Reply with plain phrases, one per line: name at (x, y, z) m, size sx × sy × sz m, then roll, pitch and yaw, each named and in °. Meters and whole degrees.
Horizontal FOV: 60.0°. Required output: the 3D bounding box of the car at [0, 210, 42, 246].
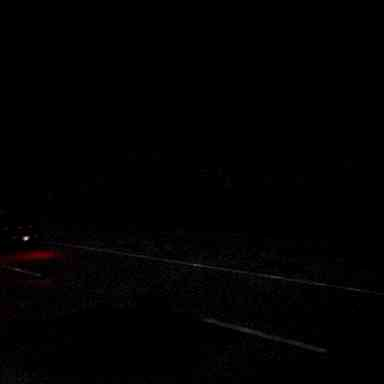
car at (-8.301, 1.516, 14.090) m, size 4.892 × 1.490 × 1.837 m, roll 0°, pitch 0°, yaw 36°
